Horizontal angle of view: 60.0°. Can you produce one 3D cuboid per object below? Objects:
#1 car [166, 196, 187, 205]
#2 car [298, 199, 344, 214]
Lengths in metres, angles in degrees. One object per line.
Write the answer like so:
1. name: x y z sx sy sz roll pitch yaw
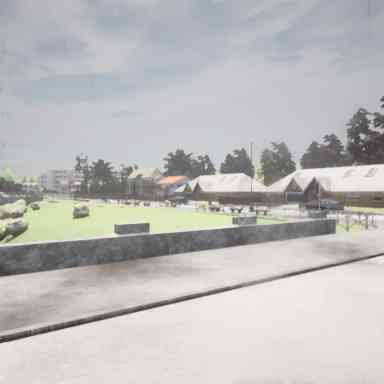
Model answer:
1. car: -2.705 1.496 58.671 1.837 1.490 4.892 0 0 -35
2. car: 13.703 1.483 35.609 2.128 1.511 4.902 0 0 -36
